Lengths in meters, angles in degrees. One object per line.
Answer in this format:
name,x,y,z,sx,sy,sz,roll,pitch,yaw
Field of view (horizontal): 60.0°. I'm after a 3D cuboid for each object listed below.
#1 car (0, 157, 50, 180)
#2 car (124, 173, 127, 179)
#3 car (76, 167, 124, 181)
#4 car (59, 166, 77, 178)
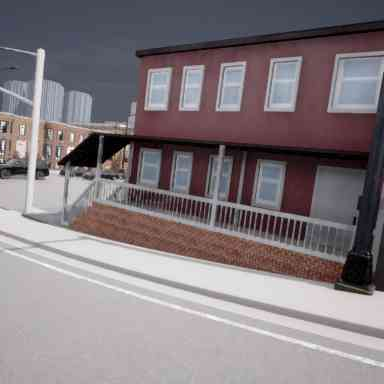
car,-16.790,-2.326,32.505,2.150,2.045,5.566,10,6,36
car,-8.430,-2.530,50.079,1.812,1.442,4.674,10,6,35
car,-11.095,-2.040,40.483,1.837,1.490,4.892,10,6,35
car,-14.418,-2.500,41.803,1.994,1.385,4.181,11,6,36
